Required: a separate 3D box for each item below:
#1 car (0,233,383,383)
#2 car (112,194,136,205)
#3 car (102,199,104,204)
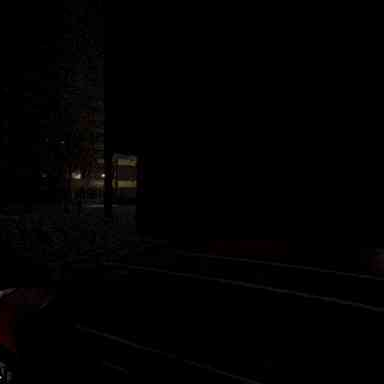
[{"bbox_3d":[0.132,1.314,2.863,5.009,1.841,2.192,0,0,35],"label":"car"},{"bbox_3d":[-10.477,1.492,54.361,1.895,1.301,4.718,0,0,36],"label":"car"},{"bbox_3d":[-13.021,1.226,56.371,2.097,1.767,4.553,0,0,36],"label":"car"}]
